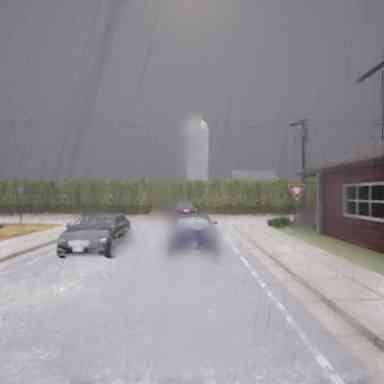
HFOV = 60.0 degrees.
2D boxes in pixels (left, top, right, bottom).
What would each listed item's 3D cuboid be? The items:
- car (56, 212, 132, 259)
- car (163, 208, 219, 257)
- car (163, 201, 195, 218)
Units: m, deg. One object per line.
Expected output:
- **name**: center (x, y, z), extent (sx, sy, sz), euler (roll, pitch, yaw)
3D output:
- **car**: center (-3.574, 1.552, 12.921), extent (2.128, 1.511, 4.902), euler (0, 0, 0)
- **car**: center (0.062, 1.587, 13.156), extent (1.812, 1.442, 4.674), euler (0, 0, 0)
- **car**: center (-0.987, 1.491, 27.090), extent (2.097, 1.767, 4.553), euler (0, 0, -15)
